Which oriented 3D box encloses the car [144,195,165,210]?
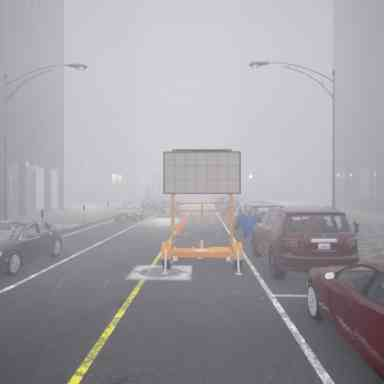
[{"bbox_3d":[-4.602,1.313,37.797,2.192,1.841,5.009,0,0,2],"label":"car"}]

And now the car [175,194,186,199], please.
[{"bbox_3d":[-3.231,1.334,81.389,2.192,1.841,5.009,0,0,2],"label":"car"}]

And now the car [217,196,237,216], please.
[{"bbox_3d":[3.754,1.438,31.994,1.967,1.590,4.097,0,0,2],"label":"car"}]

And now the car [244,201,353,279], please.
[{"bbox_3d":[3.065,1.314,9.903,2.192,1.841,5.009,0,0,2],"label":"car"}]

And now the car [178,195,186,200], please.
[{"bbox_3d":[-2.876,1.598,92.670,1.947,1.339,4.313,0,0,2],"label":"car"}]

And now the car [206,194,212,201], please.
[{"bbox_3d":[5.290,1.334,81.112,2.192,1.841,5.009,0,0,2],"label":"car"}]

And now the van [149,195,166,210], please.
[{"bbox_3d":[-4.427,1.339,43.319,1.690,1.788,3.998,0,0,2],"label":"van"}]

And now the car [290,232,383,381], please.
[{"bbox_3d":[2.893,1.544,4.380,1.887,1.381,4.507,0,0,2],"label":"car"}]

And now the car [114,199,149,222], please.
[{"bbox_3d":[-4.955,1.524,26.583,1.752,1.417,4.829,0,0,2],"label":"car"}]

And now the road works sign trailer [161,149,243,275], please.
[{"bbox_3d":[0.311,0.463,10.457,2.380,3.560,2.880,0,0,2],"label":"road works sign trailer"}]

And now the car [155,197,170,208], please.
[{"bbox_3d":[-4.258,1.524,48.671,1.752,1.417,4.829,0,0,2],"label":"car"}]

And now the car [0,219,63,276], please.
[{"bbox_3d":[-5.472,1.550,10.186,2.008,1.369,4.403,0,0,2],"label":"car"}]

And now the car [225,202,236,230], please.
[{"bbox_3d":[3.410,1.549,20.949,2.008,1.369,4.403,0,0,2],"label":"car"}]

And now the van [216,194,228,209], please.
[{"bbox_3d":[3.926,1.339,37.516,1.690,1.788,3.998,0,0,2],"label":"van"}]

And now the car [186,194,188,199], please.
[{"bbox_3d":[-3.054,1.340,87.030,2.192,1.841,5.009,0,0,2],"label":"car"}]

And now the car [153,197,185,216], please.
[{"bbox_3d":[-2.102,1.489,32.273,2.128,1.511,4.902,0,0,2],"label":"car"}]

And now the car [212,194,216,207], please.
[{"bbox_3d":[4.098,1.313,43.039,2.192,1.841,5.009,0,0,2],"label":"car"}]

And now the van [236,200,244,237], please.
[{"bbox_3d":[3.237,1.340,15.425,1.690,1.788,3.998,0,0,2],"label":"van"}]
